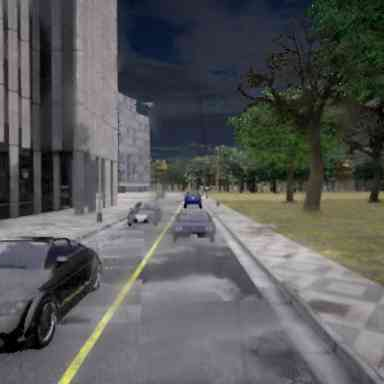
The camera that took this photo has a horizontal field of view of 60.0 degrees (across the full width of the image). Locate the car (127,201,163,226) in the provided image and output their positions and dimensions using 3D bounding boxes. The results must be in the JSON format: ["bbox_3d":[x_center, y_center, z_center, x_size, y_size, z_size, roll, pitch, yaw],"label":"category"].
[{"bbox_3d":[-2.999,1.351,21.971,2.128,1.511,4.902,0,0,0],"label":"car"}]

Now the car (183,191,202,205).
[{"bbox_3d":[0.106,0.880,42.273,2.150,2.045,5.566,0,1,0],"label":"car"}]

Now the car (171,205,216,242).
[{"bbox_3d":[0.084,1.509,15.810,1.895,1.301,4.718,0,0,0],"label":"car"}]

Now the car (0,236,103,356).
[{"bbox_3d":[-3.069,1.536,6.066,1.994,1.385,4.181,0,0,0],"label":"car"}]
